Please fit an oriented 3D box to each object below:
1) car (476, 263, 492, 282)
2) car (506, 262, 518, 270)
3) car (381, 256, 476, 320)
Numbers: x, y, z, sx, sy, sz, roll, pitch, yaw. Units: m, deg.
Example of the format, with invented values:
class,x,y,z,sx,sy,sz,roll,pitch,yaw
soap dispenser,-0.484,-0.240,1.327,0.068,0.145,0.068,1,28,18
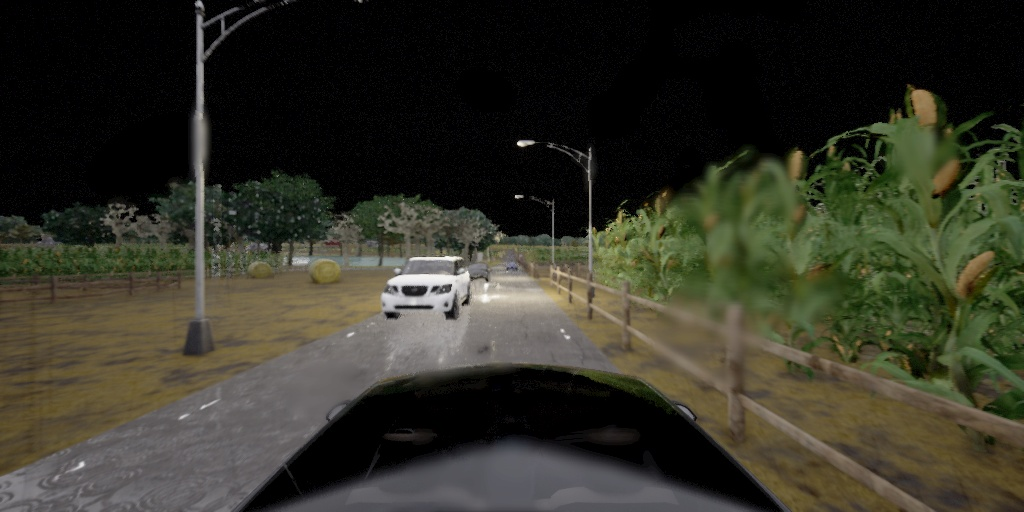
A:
class,x,y,z,sx,sy,sz,roll,pitch,yaw
car,-2.755,1.342,30.046,1.837,1.490,4.892,0,-1,0
car,0.009,1.595,57.991,2.033,1.411,5.357,0,-1,0
car,-2.798,0.993,13.000,2.150,2.045,5.566,0,0,0
